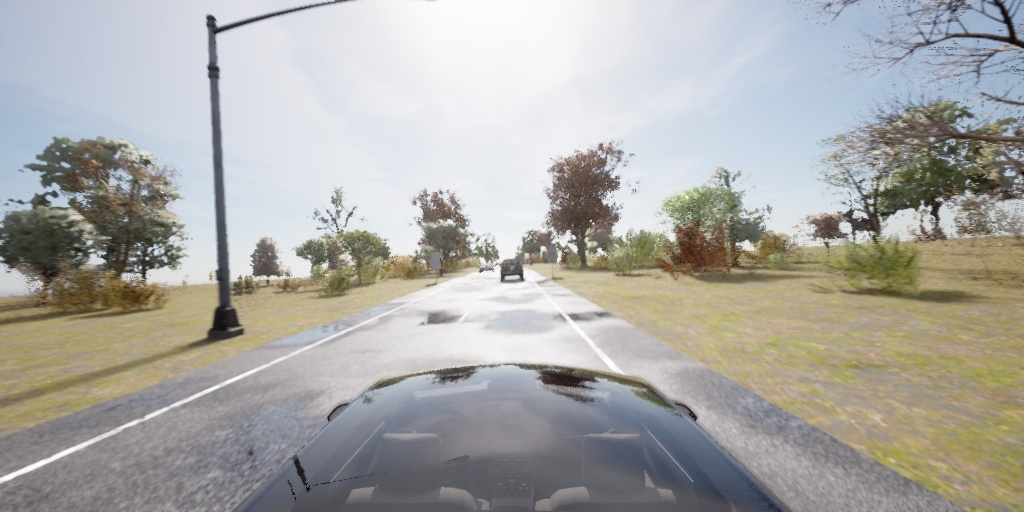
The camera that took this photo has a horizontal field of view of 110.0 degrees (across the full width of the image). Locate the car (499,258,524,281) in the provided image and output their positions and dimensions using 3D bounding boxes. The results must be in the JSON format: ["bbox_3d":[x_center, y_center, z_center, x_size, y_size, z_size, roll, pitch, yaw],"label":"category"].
[{"bbox_3d":[0.000,1.232,34.213,2.150,2.045,5.566,-3,0,0],"label":"car"}]

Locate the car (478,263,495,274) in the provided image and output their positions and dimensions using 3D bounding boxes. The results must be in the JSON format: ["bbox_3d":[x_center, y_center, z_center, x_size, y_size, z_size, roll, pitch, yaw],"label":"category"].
[{"bbox_3d":[-3.491,1.616,49.713,1.994,1.385,4.181,-3,-1,0],"label":"car"}]
